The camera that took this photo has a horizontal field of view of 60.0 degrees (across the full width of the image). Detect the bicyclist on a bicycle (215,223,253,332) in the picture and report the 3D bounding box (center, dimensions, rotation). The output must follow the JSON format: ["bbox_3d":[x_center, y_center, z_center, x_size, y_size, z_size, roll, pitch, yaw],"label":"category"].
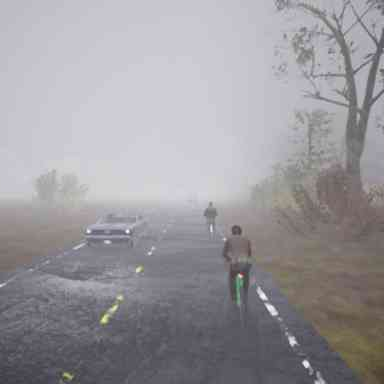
[{"bbox_3d":[0.813,1.419,5.836,0.582,1.620,1.656,-1,0,0],"label":"bicyclist on a bicycle"}]

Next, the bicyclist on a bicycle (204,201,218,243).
[{"bbox_3d":[0.818,1.291,14.532,0.659,1.776,1.843,-1,0,0],"label":"bicyclist on a bicycle"}]

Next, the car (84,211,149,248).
[{"bbox_3d":[-3.099,1.525,14.438,1.895,1.301,4.718,0,0,0],"label":"car"}]

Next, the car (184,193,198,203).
[{"bbox_3d":[0.108,1.248,60.233,1.994,1.385,4.181,0,0,0],"label":"car"}]

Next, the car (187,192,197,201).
[{"bbox_3d":[0.011,0.969,73.939,2.097,1.767,4.553,0,0,0],"label":"car"}]
